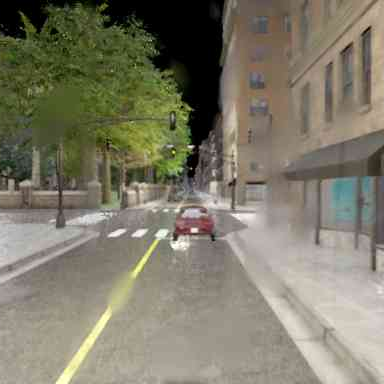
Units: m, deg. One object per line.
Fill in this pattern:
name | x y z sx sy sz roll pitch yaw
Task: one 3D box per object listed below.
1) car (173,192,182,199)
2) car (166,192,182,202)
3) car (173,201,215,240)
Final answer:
car | -3.035 0.684 70.570 1.837 1.490 4.892 0 1 0
car | -3.073 0.937 54.327 2.033 1.411 5.357 0 1 1
car | 0.090 1.361 15.764 1.812 1.442 4.674 0 1 0
